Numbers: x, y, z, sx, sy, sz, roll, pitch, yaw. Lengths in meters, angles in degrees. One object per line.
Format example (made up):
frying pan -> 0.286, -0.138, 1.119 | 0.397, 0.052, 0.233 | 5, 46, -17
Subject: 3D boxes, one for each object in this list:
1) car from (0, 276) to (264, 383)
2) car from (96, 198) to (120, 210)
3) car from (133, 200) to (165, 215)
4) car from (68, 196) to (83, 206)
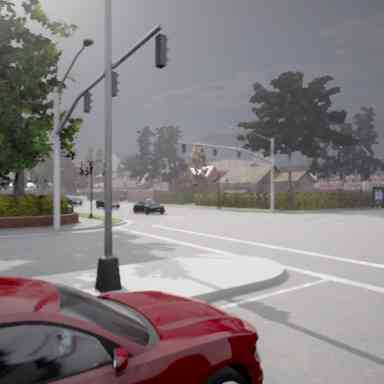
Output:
car -> -1.579, 1.478, 2.642 | 5.008, 1.535, 1.882 | 0, 0, -35
car -> -11.011, 1.494, 43.400 | 2.128, 1.511, 4.902 | 0, 0, -36
car -> -4.505, 1.566, 34.435 | 1.994, 1.385, 4.181 | 0, 0, -36
car -> -19.607, 1.495, 55.280 | 2.128, 1.511, 4.902 | 0, 0, -36
